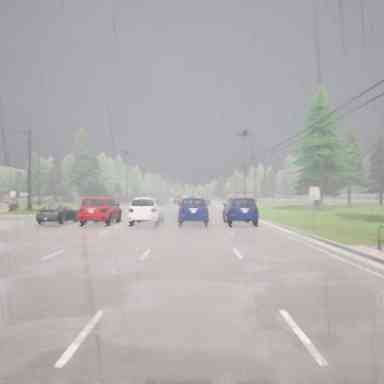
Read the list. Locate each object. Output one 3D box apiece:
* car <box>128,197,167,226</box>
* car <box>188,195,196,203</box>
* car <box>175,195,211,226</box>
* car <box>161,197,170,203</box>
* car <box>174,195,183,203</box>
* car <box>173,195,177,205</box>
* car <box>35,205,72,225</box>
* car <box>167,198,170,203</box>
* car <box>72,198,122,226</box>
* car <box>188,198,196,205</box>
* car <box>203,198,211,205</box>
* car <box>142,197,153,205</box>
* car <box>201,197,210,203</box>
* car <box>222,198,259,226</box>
[{"bbox_3d":[-3.392,1.452,25.333,2.150,2.045,5.566,0,-1,0],"label":"car"},{"bbox_3d":[0.025,1.852,87.867,2.150,2.045,5.566,0,-1,0],"label":"car"},{"bbox_3d":[0.105,1.452,25.391,2.150,2.045,5.566,0,-1,0],"label":"car"},{"bbox_3d":[-6.975,2.151,87.836,1.812,1.442,4.674,0,-1,0],"label":"car"},{"bbox_3d":[-3.475,1.852,87.868,2.150,2.045,5.566,0,-1,0],"label":"car"},{"bbox_3d":[-3.478,2.179,78.248,1.882,1.535,5.008,0,-1,0],"label":"car"},{"bbox_3d":[-10.393,1.728,26.027,2.128,1.511,4.902,0,-1,0],"label":"car"},{"bbox_3d":[-6.978,2.241,78.248,2.033,1.411,5.357,0,-1,0],"label":"car"},{"bbox_3d":[-6.893,1.452,25.396,2.150,2.045,5.566,0,-1,0],"label":"car"},{"bbox_3d":[0.022,2.225,78.247,1.812,1.442,4.674,0,-1,0],"label":"car"},{"bbox_3d":[3.522,2.225,78.246,1.812,1.442,4.674,0,-1,0],"label":"car"},{"bbox_3d":[-10.478,2.061,78.638,2.097,1.767,4.553,0,-1,0],"label":"car"},{"bbox_3d":[3.525,2.167,87.833,2.033,1.411,5.357,0,-1,0],"label":"car"},{"bbox_3d":[3.607,1.451,25.340,2.150,2.045,5.566,0,-1,0],"label":"car"}]
